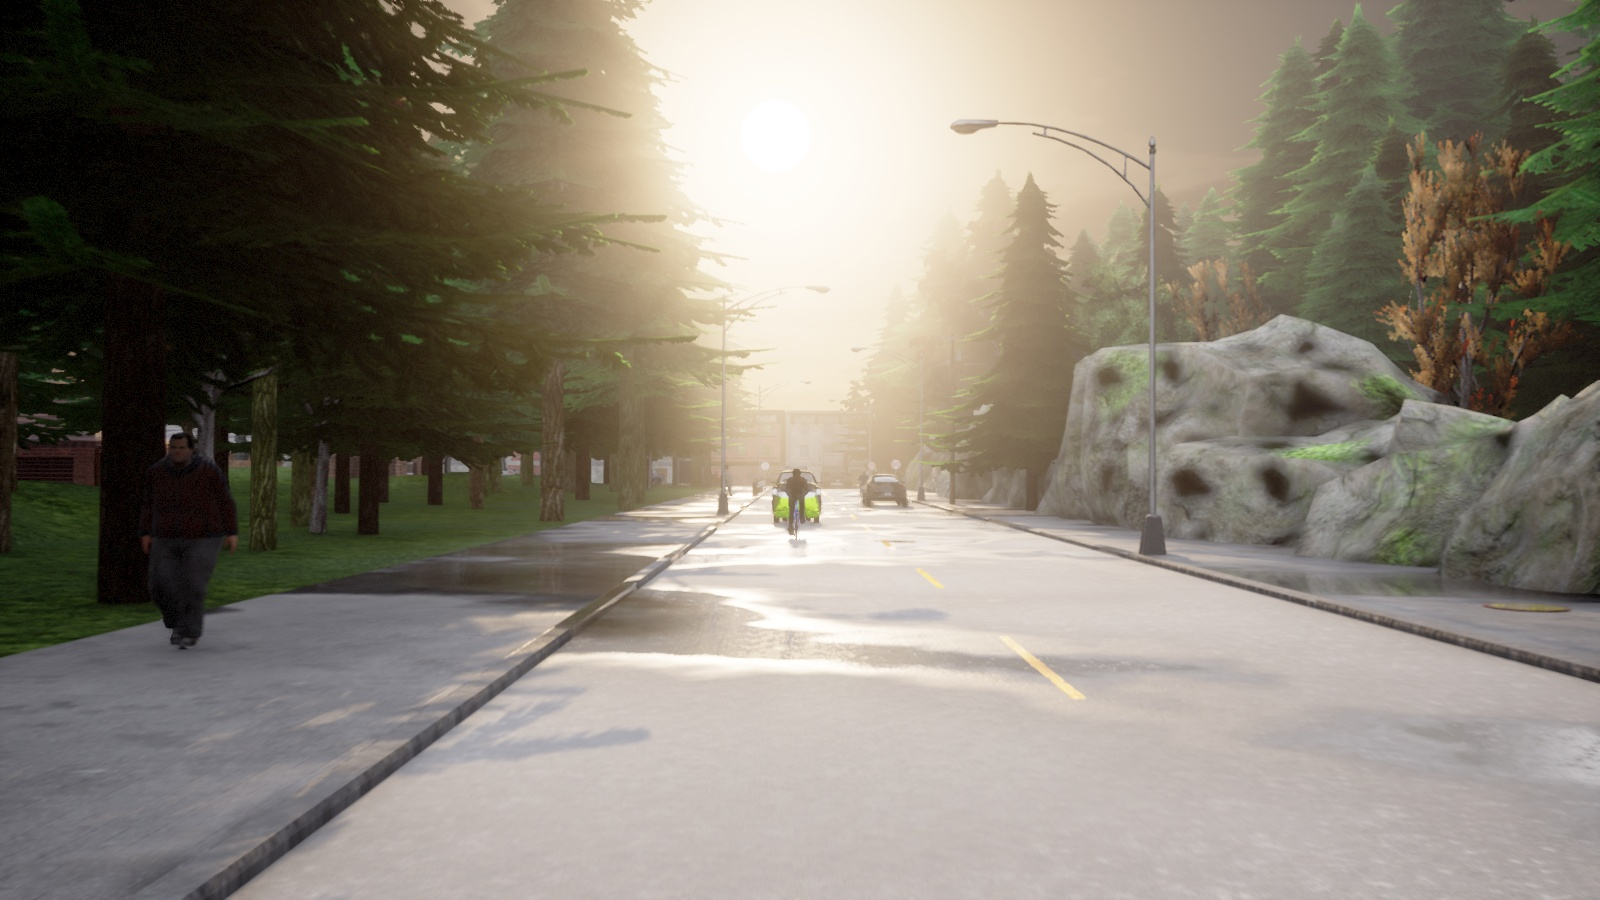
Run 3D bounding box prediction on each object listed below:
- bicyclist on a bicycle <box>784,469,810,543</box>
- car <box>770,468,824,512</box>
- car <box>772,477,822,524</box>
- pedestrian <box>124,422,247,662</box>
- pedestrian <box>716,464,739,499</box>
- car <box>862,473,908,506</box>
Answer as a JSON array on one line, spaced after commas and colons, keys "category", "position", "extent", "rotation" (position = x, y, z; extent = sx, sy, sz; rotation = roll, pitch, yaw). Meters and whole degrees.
[{"category": "bicyclist on a bicycle", "position": [-0.067, 1.243, 28.396], "extent": [0.582, 1.620, 1.656], "rotation": [0, -1, 0]}, {"category": "car", "position": [-0.119, 1.584, 50.075], "extent": [2.033, 1.649, 4.856], "rotation": [0, -1, 0]}, {"category": "car", "position": [-0.089, 1.506, 37.972], "extent": [1.481, 1.376, 2.207], "rotation": [0, -1, 0]}, {"category": "pedestrian", "position": [-4.945, 0.714, 10.155], "extent": [0.634, 1.844, 0.899], "rotation": [0, -1, -7]}, {"category": "pedestrian", "position": [-3.863, 1.653, 66.525], "extent": [0.874, 1.855, 0.900], "rotation": [0, -1, -36]}, {"category": "car", "position": [3.864, 1.792, 57.789], "extent": [1.812, 1.442, 4.674], "rotation": [0, -1, 0]}]
